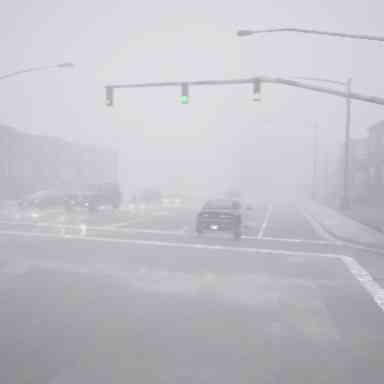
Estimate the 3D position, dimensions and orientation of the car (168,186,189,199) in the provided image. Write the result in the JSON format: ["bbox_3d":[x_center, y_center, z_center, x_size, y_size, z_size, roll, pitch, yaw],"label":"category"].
[{"bbox_3d":[-1.796,0.041,44.096,1.882,1.535,5.008,2,2,16],"label":"car"}]

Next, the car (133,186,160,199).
[{"bbox_3d":[-5.763,0.042,42.836,1.812,1.442,4.674,2,2,15],"label":"car"}]

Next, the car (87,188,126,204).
[{"bbox_3d":[-8.393,0.325,33.110,1.994,1.385,4.181,2,2,15],"label":"car"}]

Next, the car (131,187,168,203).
[{"bbox_3d":[-4.524,0.310,34.041,2.128,1.511,4.902,2,2,15],"label":"car"}]

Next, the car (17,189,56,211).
[{"bbox_3d":[-10.649,0.505,24.640,1.812,1.442,4.674,2,2,15],"label":"car"}]

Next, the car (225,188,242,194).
[{"bbox_3d":[5.507,0.211,43.767,1.882,1.535,5.008,2,2,15],"label":"car"}]

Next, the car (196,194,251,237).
[{"bbox_3d":[1.505,1.048,15.166,1.837,1.490,4.892,2,2,15],"label":"car"}]

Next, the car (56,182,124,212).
[{"bbox_3d":[-7.089,0.286,24.406,2.150,2.045,5.566,2,2,15],"label":"car"}]
